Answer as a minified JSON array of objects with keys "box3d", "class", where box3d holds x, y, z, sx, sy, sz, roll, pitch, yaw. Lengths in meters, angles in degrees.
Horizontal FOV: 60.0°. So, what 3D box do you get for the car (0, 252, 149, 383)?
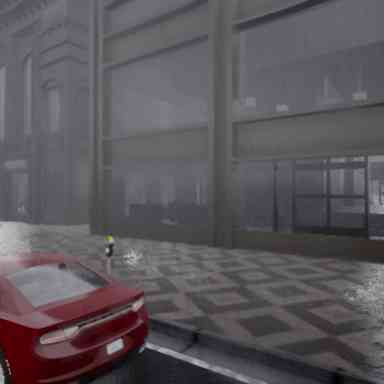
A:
[{"box3d":[-2.671,1.590,4.973,4.507,1.381,1.887,-1,0,35],"class":"car"}]
